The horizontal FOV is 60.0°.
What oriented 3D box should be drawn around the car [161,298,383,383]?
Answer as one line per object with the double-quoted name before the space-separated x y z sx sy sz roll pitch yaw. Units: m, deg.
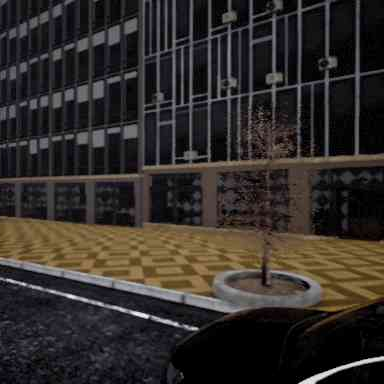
"car" 1.965 1.495 2.203 4.892 1.490 1.837 -1 0 35
